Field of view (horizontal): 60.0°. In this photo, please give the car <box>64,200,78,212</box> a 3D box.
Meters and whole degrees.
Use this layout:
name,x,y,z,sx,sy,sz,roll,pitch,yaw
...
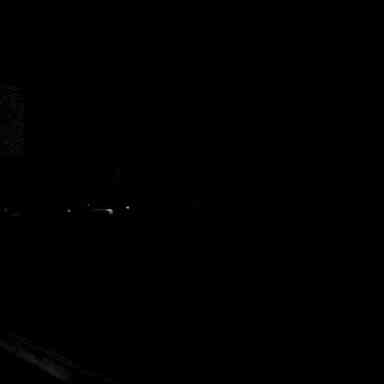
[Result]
name,x,y,z,sx,sy,sz,roll,pitch,yaw
car,-16.925,1.747,39.767,2.033,1.411,5.357,0,0,39

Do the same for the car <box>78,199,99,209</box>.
name,x,y,z,sx,sy,sz,roll,pitch,yaw
car,-15.505,1.733,47.140,2.033,1.411,5.357,0,0,39

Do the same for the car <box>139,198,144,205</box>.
name,x,y,z,sx,sy,sz,roll,pitch,yaw
car,-9.262,1.643,54.928,1.994,1.385,4.181,0,1,38

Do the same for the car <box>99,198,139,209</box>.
name,x,y,z,sx,sy,sz,roll,pitch,yaw
car,-10.403,1.639,47.904,1.837,1.490,4.892,0,0,39

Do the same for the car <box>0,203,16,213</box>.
name,x,y,z,sx,sy,sz,roll,pitch,yaw
car,-21.290,1.788,39.925,1.994,1.385,4.181,0,0,38
